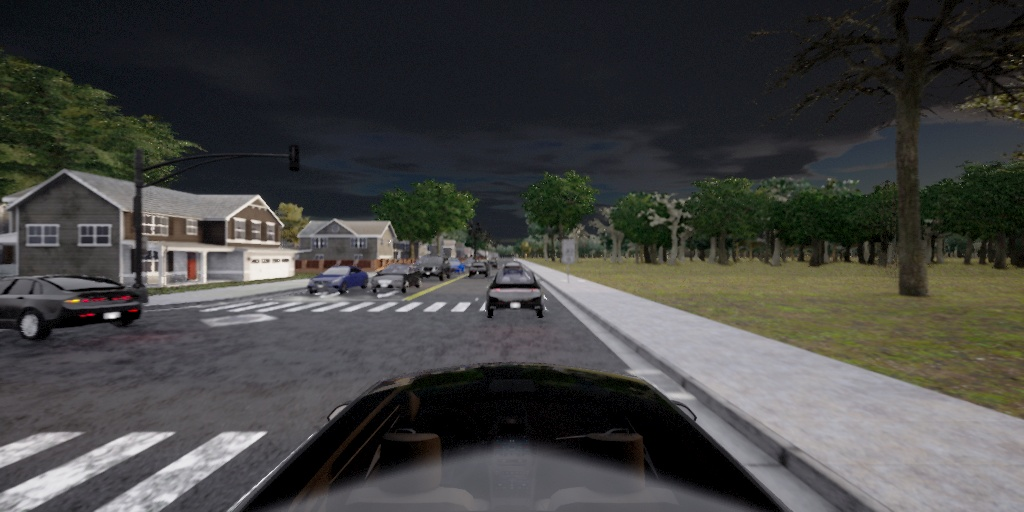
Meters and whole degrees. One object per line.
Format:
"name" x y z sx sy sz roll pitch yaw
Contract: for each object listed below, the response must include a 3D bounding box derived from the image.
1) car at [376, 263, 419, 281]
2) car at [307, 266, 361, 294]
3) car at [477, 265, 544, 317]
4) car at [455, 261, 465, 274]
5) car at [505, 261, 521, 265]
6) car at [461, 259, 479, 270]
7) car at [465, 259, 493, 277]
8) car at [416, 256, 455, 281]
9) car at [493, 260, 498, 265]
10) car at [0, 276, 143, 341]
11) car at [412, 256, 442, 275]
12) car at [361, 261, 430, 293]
"car" -9.849 1.328 31.386 2.033 1.411 5.357 0 0 0
"car" -9.856 1.298 20.773 1.812 1.442 4.674 0 0 0
"car" 0.097 1.257 13.120 2.128 1.511 4.902 0 0 0
"car" -6.563 1.266 41.077 1.882 1.535 5.008 0 0 0
"car" 0.092 1.262 35.605 1.882 1.535 5.008 0 0 0
"car" -6.523 1.292 55.910 2.128 1.511 4.902 0 0 0
"car" -3.160 1.289 35.550 1.837 1.490 4.892 0 0 0
"car" -6.615 1.001 30.909 2.150 2.045 5.566 0 0 -1
"car" -3.205 1.309 58.730 1.837 1.490 4.892 0 1 0
"car" -12.495 1.270 9.607 4.892 1.490 1.837 0 -2 12
"car" -9.799 1.010 42.016 2.150 2.045 5.566 0 0 1
"car" -6.605 1.264 21.023 2.128 1.511 4.902 0 0 0
